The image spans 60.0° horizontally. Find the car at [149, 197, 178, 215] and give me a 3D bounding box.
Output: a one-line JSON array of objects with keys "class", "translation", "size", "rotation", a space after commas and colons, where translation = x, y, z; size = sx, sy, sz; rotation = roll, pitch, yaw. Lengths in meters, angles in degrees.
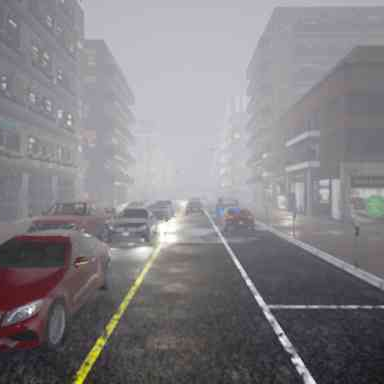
[{"class": "car", "translation": [-2.579, 1.474, 31.225], "size": [1.837, 1.490, 4.892], "rotation": [0, 0, 0]}]

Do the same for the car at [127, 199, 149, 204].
[{"class": "car", "translation": [-5.142, 1.507, 31.485], "size": [1.887, 1.381, 4.507], "rotation": [0, 0, 0]}]

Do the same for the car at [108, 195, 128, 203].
[{"class": "car", "translation": [-16.501, 1.525, 74.226], "size": [4.097, 1.590, 1.967], "rotation": [-1, 1, 1]}]

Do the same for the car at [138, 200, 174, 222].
[{"class": "car", "translation": [-2.677, 1.536, 25.534], "size": [1.994, 1.385, 4.181], "rotation": [0, 0, 0]}]

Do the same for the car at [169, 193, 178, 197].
[{"class": "car", "translation": [-4.830, 1.195, 86.320], "size": [2.192, 1.841, 5.009], "rotation": [0, 0, 0]}]

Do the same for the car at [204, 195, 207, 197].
[{"class": "car", "translation": [3.049, 1.456, 86.276], "size": [1.947, 1.339, 4.313], "rotation": [0, 0, 0]}]

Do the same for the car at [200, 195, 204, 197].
[{"class": "car", "translation": [0.357, 1.455, 46.623], "size": [1.837, 1.490, 4.892], "rotation": [0, 0, 0]}]

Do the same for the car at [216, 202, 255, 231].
[{"class": "car", "translation": [2.674, 1.529, 20.265], "size": [1.887, 1.381, 4.507], "rotation": [0, 0, 0]}]

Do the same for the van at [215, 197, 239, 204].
[{"class": "van", "translation": [2.707, 1.320, 25.852], "size": [1.690, 1.788, 3.998], "rotation": [0, 0, 0]}]

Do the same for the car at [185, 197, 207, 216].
[{"class": "car", "translation": [0.275, 1.516, 31.846], "size": [2.033, 1.411, 5.357], "rotation": [0, 0, 0]}]

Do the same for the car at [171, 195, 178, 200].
[{"class": "car", "translation": [-4.799, 1.414, 91.872], "size": [1.887, 1.381, 4.507], "rotation": [0, 0, 0]}]

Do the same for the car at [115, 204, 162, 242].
[{"class": "car", "translation": [-2.762, 1.507, 16.307], "size": [1.812, 1.442, 4.674], "rotation": [0, 0, 0]}]

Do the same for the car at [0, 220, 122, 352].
[{"class": "car", "translation": [-2.820, 1.516, 6.355], "size": [1.812, 1.442, 4.674], "rotation": [0, 0, 0]}]

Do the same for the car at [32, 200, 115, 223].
[{"class": "car", "translation": [-5.237, 1.294, 14.722], "size": [2.192, 1.841, 5.009], "rotation": [0, 0, 0]}]

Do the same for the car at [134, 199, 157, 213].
[{"class": "car", "translation": [-5.111, 1.506, 37.072], "size": [2.008, 1.369, 4.403], "rotation": [0, 0, 0]}]
